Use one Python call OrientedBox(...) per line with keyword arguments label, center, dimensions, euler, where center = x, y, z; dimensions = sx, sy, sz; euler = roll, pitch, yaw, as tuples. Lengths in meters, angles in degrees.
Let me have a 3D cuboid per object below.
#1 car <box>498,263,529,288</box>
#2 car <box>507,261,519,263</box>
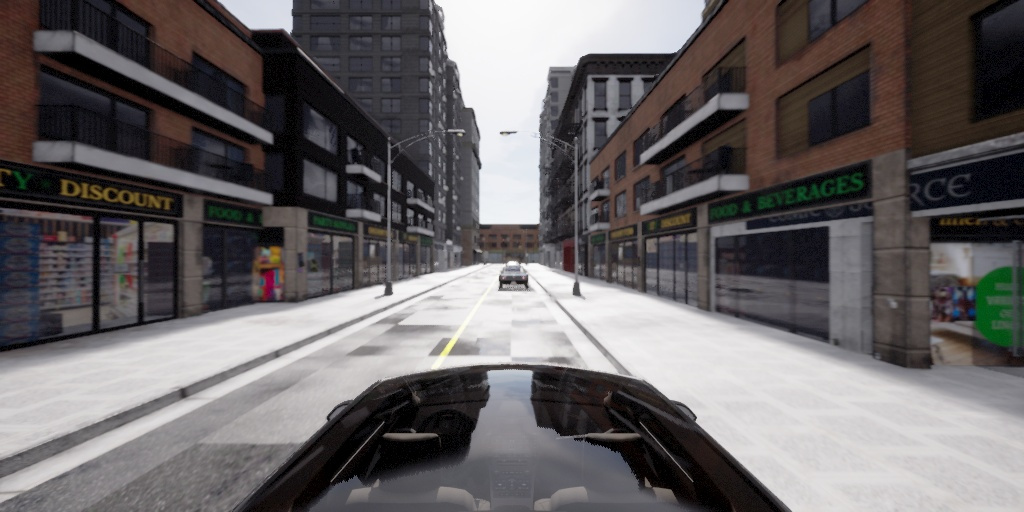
OrientedBox(label="car", center=(0.104, 1.338, 23.819), dimensions=(1.895, 1.301, 4.718), euler=(0, 0, 0))
OrientedBox(label="car", center=(0.109, 1.292, 41.988), dimensions=(2.033, 1.411, 5.357), euler=(0, 0, 0))
